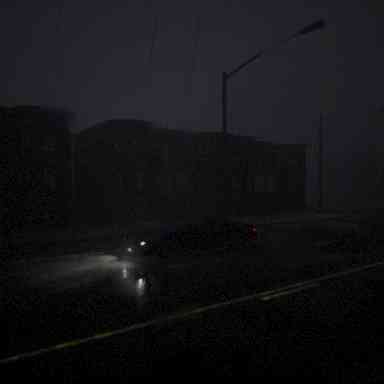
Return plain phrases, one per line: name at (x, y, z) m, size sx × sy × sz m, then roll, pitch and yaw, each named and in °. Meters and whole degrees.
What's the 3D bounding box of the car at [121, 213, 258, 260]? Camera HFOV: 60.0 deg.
car at (0.108, 1.535, 12.601) m, size 5.357 × 1.411 × 2.033 m, roll 0°, pitch 0°, yaw -35°
